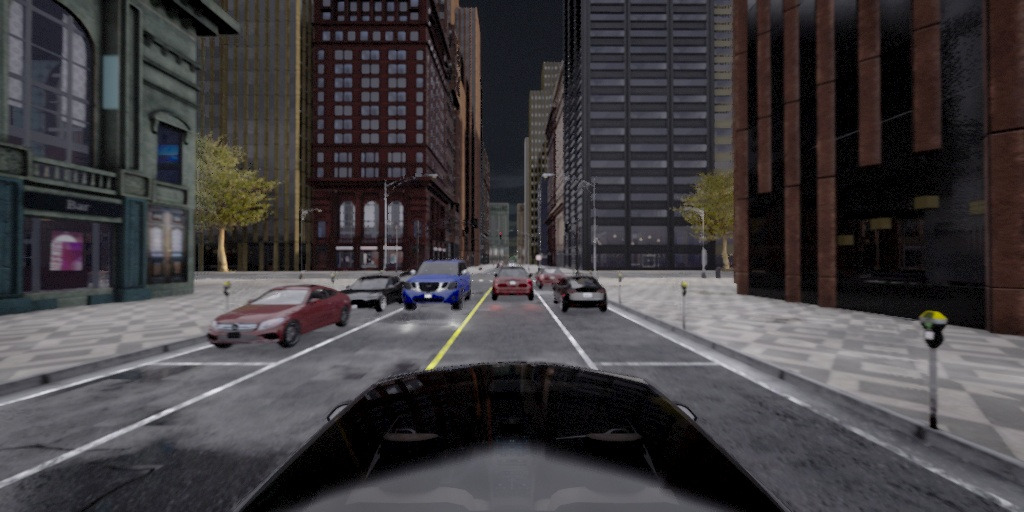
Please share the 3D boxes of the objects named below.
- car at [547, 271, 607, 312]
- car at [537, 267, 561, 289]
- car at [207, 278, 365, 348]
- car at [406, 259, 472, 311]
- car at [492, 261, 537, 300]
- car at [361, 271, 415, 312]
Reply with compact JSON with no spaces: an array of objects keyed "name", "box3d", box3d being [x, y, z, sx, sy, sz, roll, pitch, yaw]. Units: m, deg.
[{"name":"car","box3d":[2.765,1.492,15.158,1.948,1.339,4.313,0,0,0]},{"name":"car","box3d":[2.767,1.517,26.429,1.967,1.591,4.097,0,0,0]},{"name":"car","box3d":[-5.761,1.435,9.521,1.802,1.307,4.207,0,0,0]},{"name":"car","box3d":[-3.093,1.159,16.001,2.150,2.045,5.566,0,-1,0]},{"name":"car","box3d":[0.060,1.335,19.431,2.097,1.767,4.553,0,-1,1]},{"name":"car","box3d":[-5.760,1.493,15.157,1.948,1.339,4.313,0,0,0]}]
